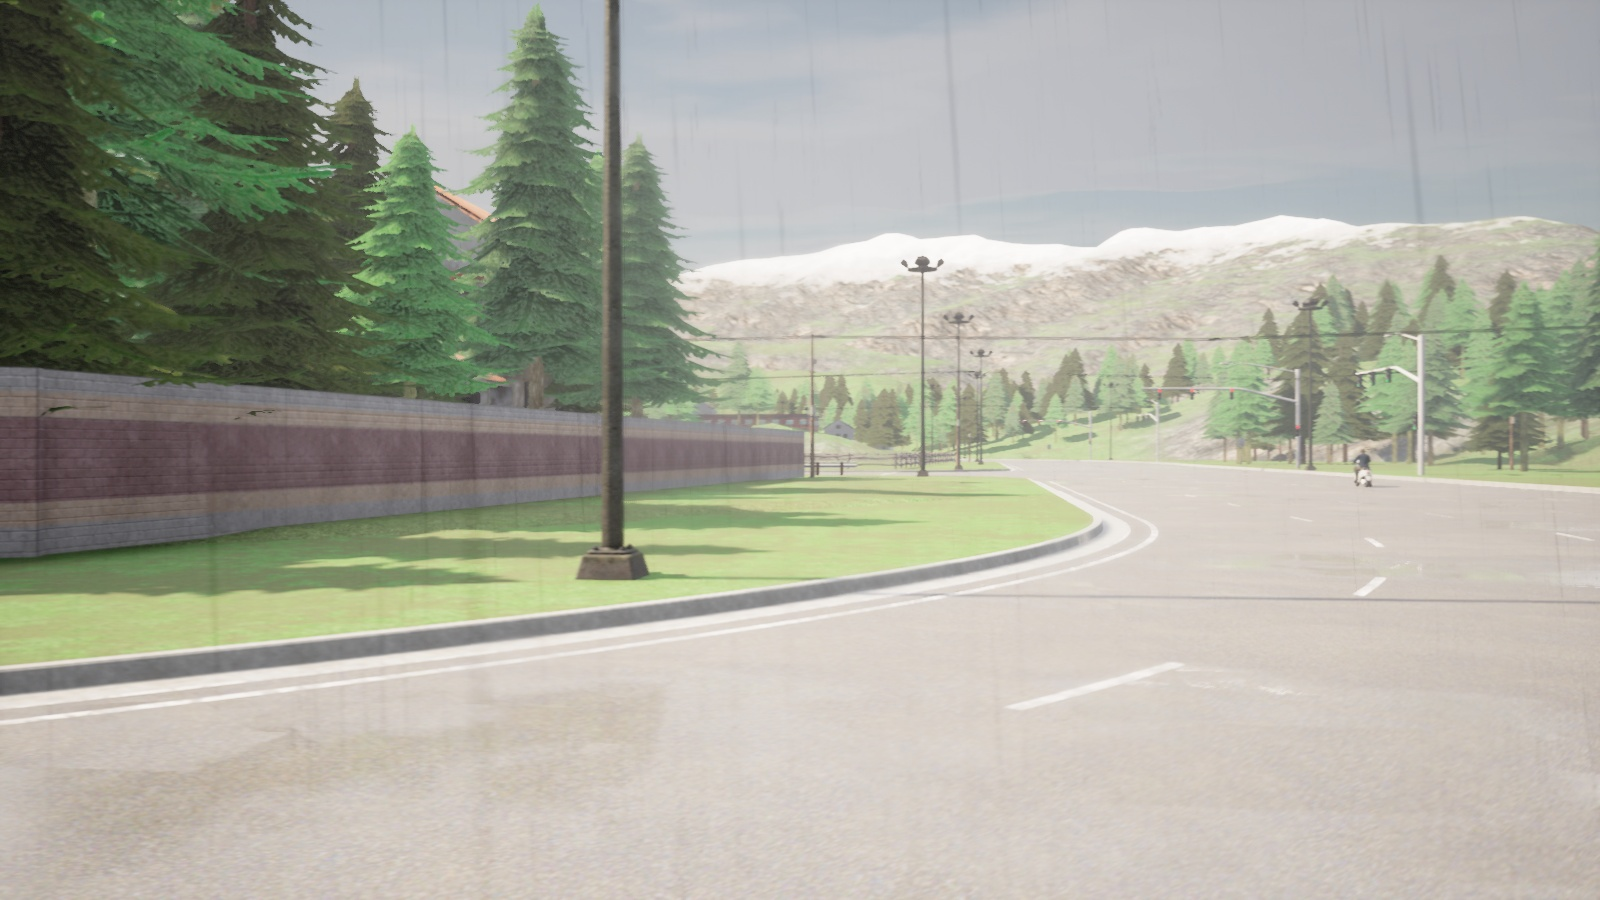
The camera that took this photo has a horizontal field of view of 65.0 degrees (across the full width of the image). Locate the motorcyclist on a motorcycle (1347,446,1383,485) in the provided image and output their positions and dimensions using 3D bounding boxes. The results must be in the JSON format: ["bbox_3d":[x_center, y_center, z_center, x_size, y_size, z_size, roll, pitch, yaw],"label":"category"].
[{"bbox_3d":[23.393,0.648,52.027,0.866,1.590,1.817,0,0,8],"label":"motorcyclist on a motorcycle"}]
